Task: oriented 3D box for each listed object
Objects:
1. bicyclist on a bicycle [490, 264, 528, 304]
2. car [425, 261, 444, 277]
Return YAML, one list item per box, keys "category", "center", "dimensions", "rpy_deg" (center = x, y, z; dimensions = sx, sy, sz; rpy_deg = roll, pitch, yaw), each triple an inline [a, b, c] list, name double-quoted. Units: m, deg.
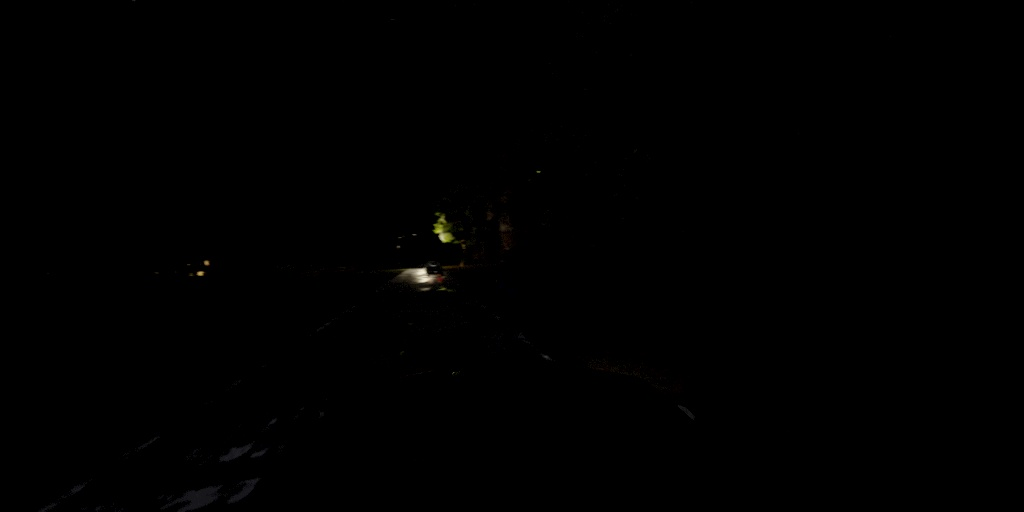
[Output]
- category: "bicyclist on a bicycle"
  center: [-0.156, 1.169, 15.042]
  dimensions: [1.656, 1.620, 0.582]
  rpy_deg: [-3, 0, -13]
- category: "car"
  center: [-9.077, 1.591, 42.170]
  dimensions: [2.128, 1.511, 4.902]
  rpy_deg: [-3, 0, -13]
